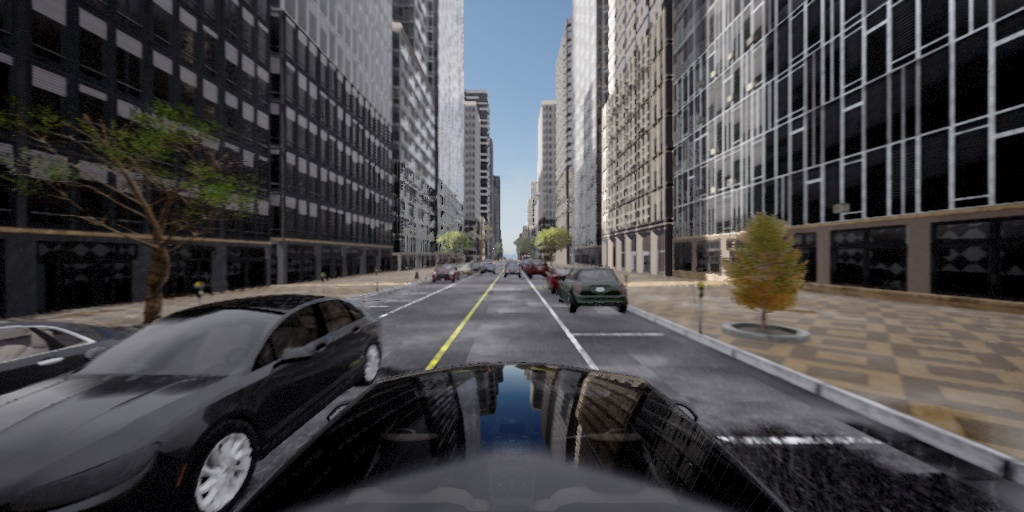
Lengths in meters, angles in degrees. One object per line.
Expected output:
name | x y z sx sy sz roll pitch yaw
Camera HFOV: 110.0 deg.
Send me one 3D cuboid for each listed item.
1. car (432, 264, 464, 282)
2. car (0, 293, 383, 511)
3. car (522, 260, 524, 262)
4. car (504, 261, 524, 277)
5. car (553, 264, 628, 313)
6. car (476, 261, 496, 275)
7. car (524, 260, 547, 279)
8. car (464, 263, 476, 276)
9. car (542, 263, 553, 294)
car | -5.684 1.429 31.407 1.967 1.591 4.097 0 0 0
car | -3.099 1.275 4.235 1.837 1.490 4.892 0 0 0
car | 2.699 1.395 42.773 2.192 1.841 5.009 0 0 0
car | 0.085 1.606 40.152 2.033 1.411 5.357 0 0 0
car | 3.117 1.208 14.797 2.097 1.767 4.553 0 0 0
car | -3.068 1.656 46.420 2.033 1.411 5.357 0 0 0
car | 2.697 1.349 37.089 2.192 1.841 5.009 0 0 0
car | -5.682 1.605 42.604 1.751 1.417 4.829 0 0 0
car | 3.145 1.390 21.826 1.882 1.535 5.008 0 0 0
